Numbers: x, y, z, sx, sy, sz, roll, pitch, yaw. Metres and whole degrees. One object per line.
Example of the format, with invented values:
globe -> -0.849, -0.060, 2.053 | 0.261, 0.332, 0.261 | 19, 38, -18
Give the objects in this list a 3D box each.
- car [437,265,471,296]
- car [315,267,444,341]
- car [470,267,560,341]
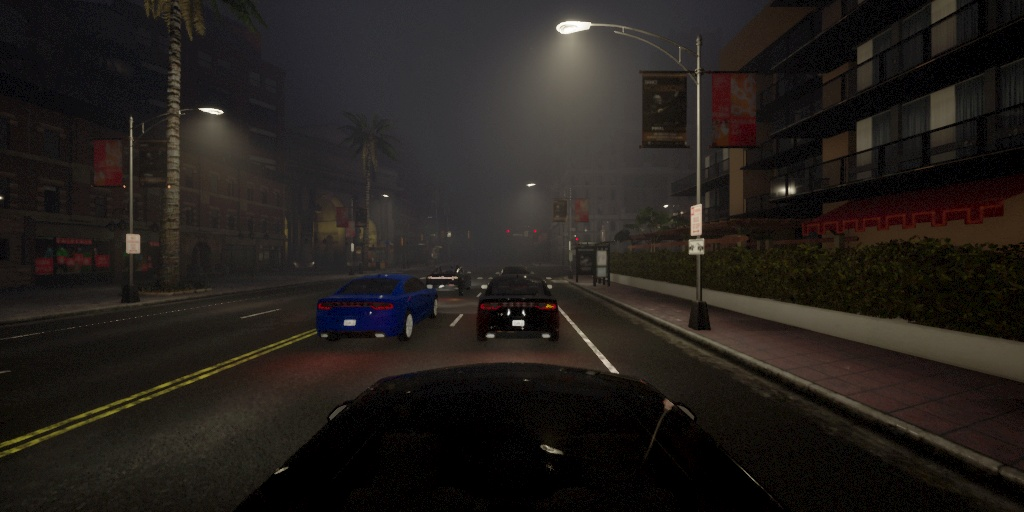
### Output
car -> -3.331, 1.242, 19.394 | 2.128, 1.511, 4.902 | 0, 0, 0
car -> -3.359, 1.228, 9.889 | 1.882, 1.535, 5.008 | 0, 0, 0
car -> 0.137, 1.228, 9.854 | 1.882, 1.535, 5.008 | 0, 0, 0
